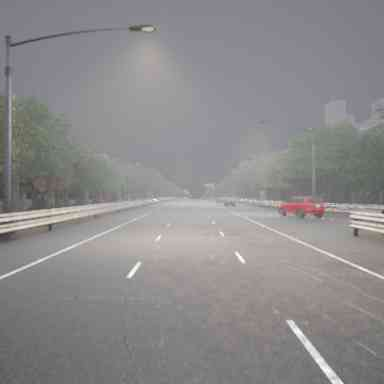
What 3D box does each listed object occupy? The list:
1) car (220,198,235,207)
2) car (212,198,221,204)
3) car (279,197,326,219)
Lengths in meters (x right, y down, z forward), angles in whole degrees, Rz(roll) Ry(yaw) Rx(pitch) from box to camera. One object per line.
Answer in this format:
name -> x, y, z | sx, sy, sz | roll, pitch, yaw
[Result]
car -> 6.822, 1.963, 60.983 | 1.812, 1.442, 4.674 | 0, 0, -1
car -> 7.012, 2.172, 84.584 | 2.128, 1.511, 4.902 | 0, -1, 0
car -> 10.751, 1.461, 32.806 | 2.150, 2.045, 5.566 | 0, 0, -15
